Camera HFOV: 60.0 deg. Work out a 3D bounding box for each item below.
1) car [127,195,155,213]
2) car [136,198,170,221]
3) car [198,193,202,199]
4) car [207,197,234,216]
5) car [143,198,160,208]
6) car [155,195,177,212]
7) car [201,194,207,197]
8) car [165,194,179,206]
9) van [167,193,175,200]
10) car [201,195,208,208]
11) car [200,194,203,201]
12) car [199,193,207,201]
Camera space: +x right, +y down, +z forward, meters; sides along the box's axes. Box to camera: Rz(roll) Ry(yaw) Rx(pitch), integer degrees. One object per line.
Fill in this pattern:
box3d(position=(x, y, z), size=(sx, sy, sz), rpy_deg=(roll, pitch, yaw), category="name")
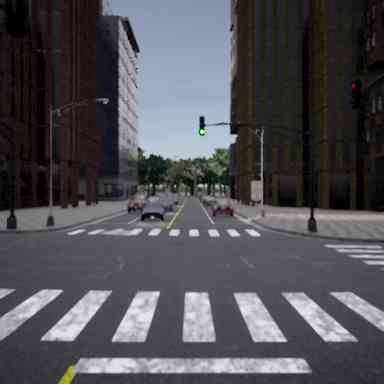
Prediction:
box3d(position=(-5.752, 1.258, 36.621), size=(2.192, 1.841, 5.009), rpy_deg=(0, 0, 0), category="car")
box3d(position=(-3.102, 1.504, 27.357), size=(2.033, 1.411, 5.357), rpy_deg=(0, 0, -3), category="car")
box3d(position=(2.785, 1.421, 74.851), size=(1.752, 1.417, 4.829), rpy_deg=(0, 0, 0), category="car")
box3d(position=(2.772, 1.391, 31.181), size=(1.967, 1.590, 4.097), rpy_deg=(0, 0, 0), category="car")
box3d(position=(-5.748, 1.511, 47.496), size=(1.802, 1.307, 4.206), rpy_deg=(0, 0, 0), category="car")
box3d(position=(-3.058, 1.446, 37.695), size=(1.837, 1.490, 4.892), rpy_deg=(0, 0, 0), category="car")
box3d(position=(2.778, 1.466, 52.931), size=(1.887, 1.381, 4.507), rpy_deg=(0, 0, 0), category="car")
box3d(position=(-3.010, 1.426, 53.483), size=(1.837, 1.490, 4.892), rpy_deg=(0, 0, 1), category="car")
box3d(position=(-5.736, 1.222, 90.997), size=(1.690, 1.788, 3.998), rpy_deg=(0, 0, 0), category="van")
box3d(position=(2.777, 1.479, 47.494), size=(2.008, 1.369, 4.403), rpy_deg=(0, 0, 0), category="car")
box3d(position=(2.780, 1.460, 58.369), size=(1.887, 1.381, 4.507), rpy_deg=(0, 0, 0), category="car")
box3d(position=(2.782, 1.433, 63.976), size=(1.752, 1.417, 4.829), rpy_deg=(0, 0, 0), category="car")
